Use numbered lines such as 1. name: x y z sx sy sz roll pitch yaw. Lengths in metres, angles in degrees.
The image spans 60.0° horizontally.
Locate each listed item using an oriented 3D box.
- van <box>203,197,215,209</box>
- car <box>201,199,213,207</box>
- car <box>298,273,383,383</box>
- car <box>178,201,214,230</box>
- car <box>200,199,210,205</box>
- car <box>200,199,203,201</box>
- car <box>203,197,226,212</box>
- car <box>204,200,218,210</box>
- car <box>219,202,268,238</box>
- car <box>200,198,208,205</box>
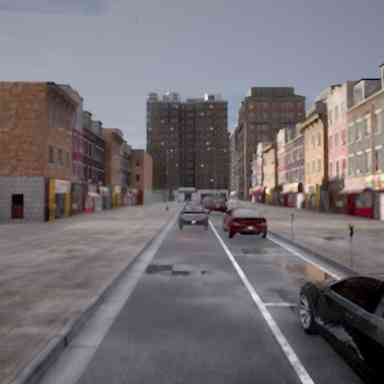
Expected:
1. van: 2.665 1.667 52.782 1.690 1.788 3.998 1 -1 0
2. car: 2.662 1.922 58.218 1.887 1.381 4.507 1 -1 0
3. car: 2.656 1.578 3.841 1.947 1.339 4.313 1 0 0
4. car: 0.103 1.589 22.065 2.128 1.511 4.902 0 0 0
5. car: 2.662 2.071 69.094 1.802 1.307 4.206 1 -1 0
6. car: 0.102 1.773 40.996 2.033 1.411 5.357 0 0 0
7. car: 2.665 1.507 36.468 2.192 1.841 5.009 1 0 0
8. car: 2.660 1.860 47.342 1.802 1.307 4.206 1 0 0
9. car: 2.753 1.553 18.123 1.882 1.535 5.008 0 0 0
10. car: 2.663 2.129 74.532 1.802 1.307 4.206 1 -1 0
